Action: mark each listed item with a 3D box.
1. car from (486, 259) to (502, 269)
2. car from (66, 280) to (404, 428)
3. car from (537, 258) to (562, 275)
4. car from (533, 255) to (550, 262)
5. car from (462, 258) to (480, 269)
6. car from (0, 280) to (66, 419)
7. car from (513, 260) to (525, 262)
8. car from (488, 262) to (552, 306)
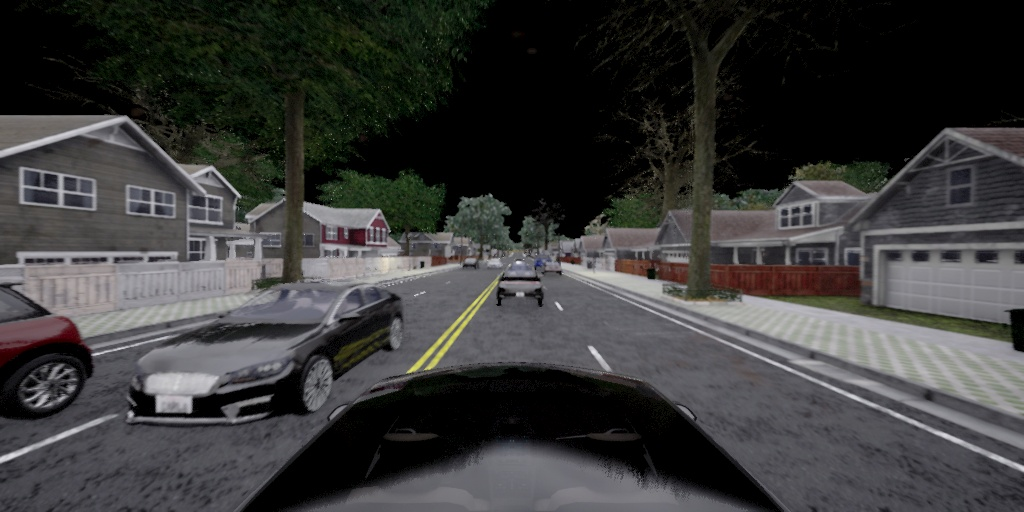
[{"bbox_3d":[-2.339,1.101,49.621,1.812,1.442,4.674,1,0,1],"label":"car"},{"bbox_3d":[-3.292,1.194,5.995,2.128,1.511,4.902,1,0,1],"label":"car"},{"bbox_3d":[4.013,1.190,36.669,2.033,1.411,5.357,1,0,1],"label":"car"},{"bbox_3d":[4.149,0.817,48.708,2.150,2.045,5.566,1,0,1],"label":"car"},{"bbox_3d":[-5.595,0.986,49.420,1.882,1.535,5.008,1,0,1],"label":"car"},{"bbox_3d":[-6.604,1.038,2.726,2.097,1.767,4.553,1,0,1],"label":"car"},{"bbox_3d":[0.811,1.151,39.315,2.033,1.411,5.357,1,0,1],"label":"car"},{"bbox_3d":[0.345,1.186,15.544,2.128,1.511,4.902,1,0,1],"label":"car"}]
